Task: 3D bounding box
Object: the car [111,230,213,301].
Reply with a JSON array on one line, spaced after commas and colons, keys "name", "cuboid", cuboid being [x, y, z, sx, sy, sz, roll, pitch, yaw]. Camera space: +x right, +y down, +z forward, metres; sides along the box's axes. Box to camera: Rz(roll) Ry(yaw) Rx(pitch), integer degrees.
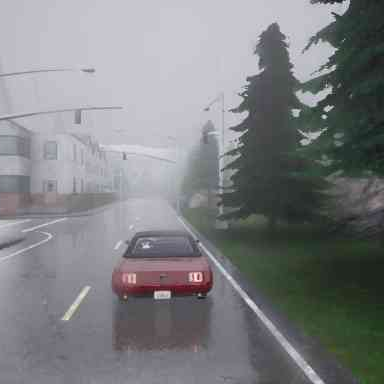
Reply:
[{"name": "car", "cuboid": [-0.726, 1.601, 8.317, 1.895, 1.301, 4.718, 0, 0, -5]}]
